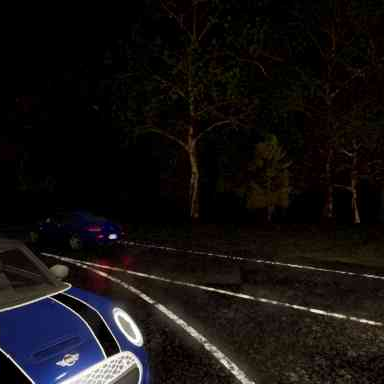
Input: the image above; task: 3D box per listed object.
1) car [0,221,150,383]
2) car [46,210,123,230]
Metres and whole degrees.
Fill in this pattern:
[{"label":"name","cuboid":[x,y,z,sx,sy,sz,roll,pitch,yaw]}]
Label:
[{"label":"car","cuboid":[-2.634,1.338,3.757,4.553,1.767,2.097,1,0,35]},{"label":"car","cuboid":[-4.754,1.466,13.580,4.674,1.442,1.812,0,0,36]}]
